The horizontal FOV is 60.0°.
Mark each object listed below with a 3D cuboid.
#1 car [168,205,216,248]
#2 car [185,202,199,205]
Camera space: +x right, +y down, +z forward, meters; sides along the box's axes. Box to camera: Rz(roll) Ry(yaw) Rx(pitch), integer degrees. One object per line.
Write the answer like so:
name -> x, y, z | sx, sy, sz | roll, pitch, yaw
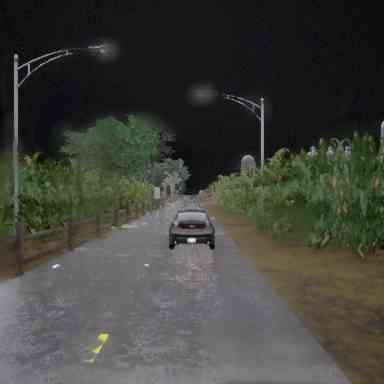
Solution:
car -> 0.000, 1.521, 14.651 | 1.837, 1.490, 4.892 | 0, 0, 0
car -> 0.000, 1.586, 29.653 | 1.994, 1.385, 4.181 | 0, 0, 0
